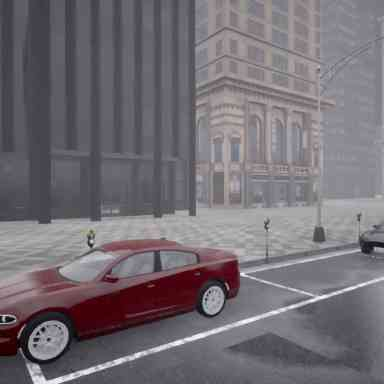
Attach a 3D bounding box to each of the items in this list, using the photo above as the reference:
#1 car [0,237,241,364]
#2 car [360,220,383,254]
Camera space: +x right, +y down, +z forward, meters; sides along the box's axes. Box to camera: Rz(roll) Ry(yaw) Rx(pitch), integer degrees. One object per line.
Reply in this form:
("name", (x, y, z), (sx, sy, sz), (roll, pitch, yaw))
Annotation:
("car", (-1.155, 1.544, 5.830), (4.507, 1.381, 1.887), (0, 0, -36))
("car", (8.022, 1.564, 12.391), (4.313, 1.339, 1.947), (0, 0, -36))
